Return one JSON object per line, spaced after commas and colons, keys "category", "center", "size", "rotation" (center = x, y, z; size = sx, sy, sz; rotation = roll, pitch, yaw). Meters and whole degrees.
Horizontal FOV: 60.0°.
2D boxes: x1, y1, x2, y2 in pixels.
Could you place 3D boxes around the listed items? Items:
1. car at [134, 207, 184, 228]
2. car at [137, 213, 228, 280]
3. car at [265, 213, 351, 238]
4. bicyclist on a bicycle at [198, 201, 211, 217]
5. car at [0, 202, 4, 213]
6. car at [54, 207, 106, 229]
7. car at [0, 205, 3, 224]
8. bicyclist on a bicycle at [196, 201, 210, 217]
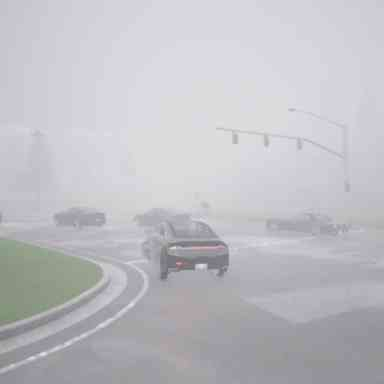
{"category": "car", "center": [-2.149, 1.807, 23.259], "size": [1.882, 1.535, 5.008], "rotation": [1, -1, -43]}
{"category": "car", "center": [-0.361, 1.642, 10.522], "size": [2.128, 1.511, 4.902], "rotation": [1, -1, -14]}
{"category": "car", "center": [6.593, 1.883, 19.556], "size": [1.895, 1.301, 4.718], "rotation": [1, -1, -37]}
{"category": "bicyclist on a bicycle", "center": [1.507, 1.804, 35.342], "size": [0.582, 1.620, 1.656], "rotation": [-1, -1, 42]}
{"category": "car", "center": [-28.853, 2.110, 45.833], "size": [5.008, 1.535, 1.882], "rotation": [0, -1, 11]}
{"category": "car", "center": [-8.305, 1.820, 24.452], "size": [5.008, 1.535, 1.882], "rotation": [-1, -1, 42]}
{"category": "car", "center": [-17.108, 1.875, 26.716], "size": [4.892, 1.490, 1.837], "rotation": [0, -2, 33]}
{"category": "bicyclist on a bicycle", "center": [1.174, 1.808, 35.637], "size": [0.582, 1.620, 1.656], "rotation": [-1, -1, 41]}
